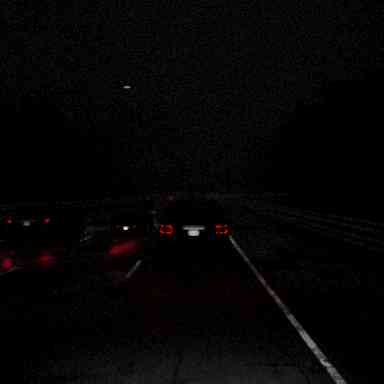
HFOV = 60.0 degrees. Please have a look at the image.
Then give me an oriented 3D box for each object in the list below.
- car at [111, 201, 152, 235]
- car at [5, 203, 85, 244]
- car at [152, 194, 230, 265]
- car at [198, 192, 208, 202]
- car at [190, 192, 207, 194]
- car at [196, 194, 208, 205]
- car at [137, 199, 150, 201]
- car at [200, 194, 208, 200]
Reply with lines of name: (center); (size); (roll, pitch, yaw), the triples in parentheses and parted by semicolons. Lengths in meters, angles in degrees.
car: (-3.215, 1.503, 18.801); (1.837, 1.490, 4.892); (0, 0, 1)
car: (-6.768, 1.346, 15.863); (2.097, 1.767, 4.553); (0, 0, 1)
car: (0.084, 1.223, 11.892); (2.150, 2.045, 5.566); (0, 0, 1)
car: (2.585, 1.095, 75.476); (2.150, 2.045, 5.566); (0, 0, 3)
car: (1.185, 1.310, 47.604); (2.097, 1.767, 4.553); (0, 0, 3)
car: (1.772, 1.272, 59.437); (2.097, 1.767, 4.553); (0, 0, 3)
car: (-6.048, 1.566, 42.167); (1.895, 1.301, 4.718); (0, 0, 3)
car: (3.468, 1.383, 95.261); (2.033, 1.411, 5.357); (0, 0, 2)
